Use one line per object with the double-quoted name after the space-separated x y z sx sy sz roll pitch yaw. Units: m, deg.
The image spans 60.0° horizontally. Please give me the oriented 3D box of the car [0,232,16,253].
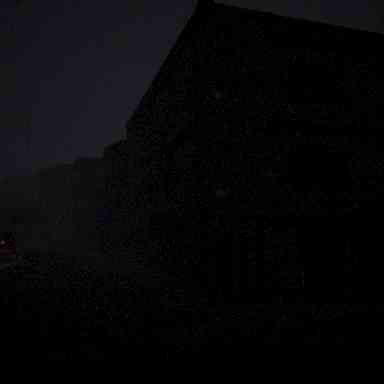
-19.217 5.178 33.814 2.150 2.045 5.566 -1 -6 -30 "car"
